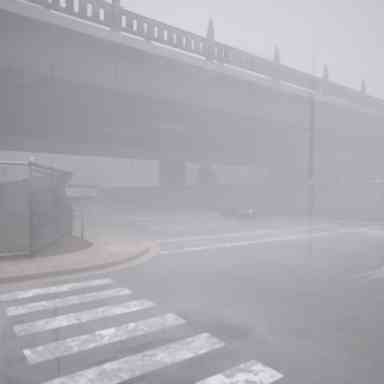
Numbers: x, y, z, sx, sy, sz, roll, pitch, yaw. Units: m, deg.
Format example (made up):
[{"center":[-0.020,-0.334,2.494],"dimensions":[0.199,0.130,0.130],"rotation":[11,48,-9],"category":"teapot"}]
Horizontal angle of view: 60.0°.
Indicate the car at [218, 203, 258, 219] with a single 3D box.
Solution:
[{"center":[4.094,1.660,30.314],"dimensions":[1.994,1.385,4.181],"rotation":[1,-1,-27],"category":"car"}]
